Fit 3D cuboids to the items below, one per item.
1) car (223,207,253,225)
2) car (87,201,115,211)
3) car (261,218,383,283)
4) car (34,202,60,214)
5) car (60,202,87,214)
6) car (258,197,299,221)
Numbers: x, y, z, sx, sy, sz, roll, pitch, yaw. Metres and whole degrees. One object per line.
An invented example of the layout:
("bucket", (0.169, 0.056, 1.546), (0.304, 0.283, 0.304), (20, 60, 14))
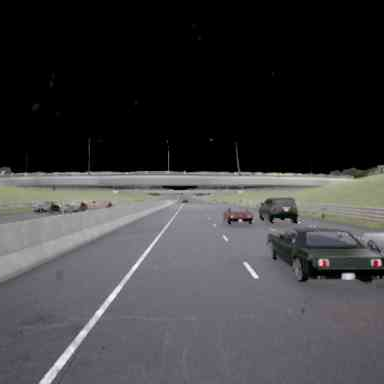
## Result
("car", (3.537, 1.825, 26.478), (1.895, 1.301, 4.718), (0, -1, 0))
("car", (-10.743, 1.885, 40.433), (1.882, 1.535, 5.008), (0, -1, 0))
("car", (3.591, 1.672, 9.858), (1.895, 1.301, 4.718), (0, 0, 0))
("car", (-17.743, 1.982, 41.040), (1.994, 1.385, 4.181), (0, -1, 0))
("car", (-14.246, 1.947, 41.276), (1.812, 1.442, 4.674), (0, -1, 0))
("car", (7.032, 1.456, 27.482), (2.150, 2.045, 5.566), (0, -1, 0))
